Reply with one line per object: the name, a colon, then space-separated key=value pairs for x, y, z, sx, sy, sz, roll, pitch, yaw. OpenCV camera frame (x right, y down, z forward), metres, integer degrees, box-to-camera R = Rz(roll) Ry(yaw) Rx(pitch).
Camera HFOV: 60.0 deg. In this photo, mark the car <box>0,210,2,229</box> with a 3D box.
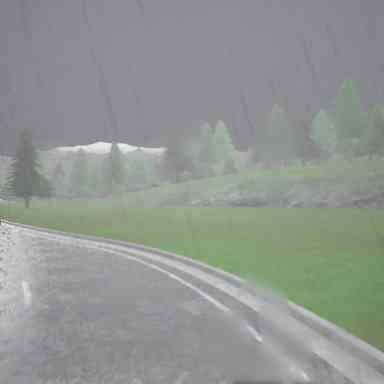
car: x=-14.686 y=1.533 z=22.727 sx=2.150 sy=2.045 sz=5.566 roll=-1 pitch=0 yaw=-42
